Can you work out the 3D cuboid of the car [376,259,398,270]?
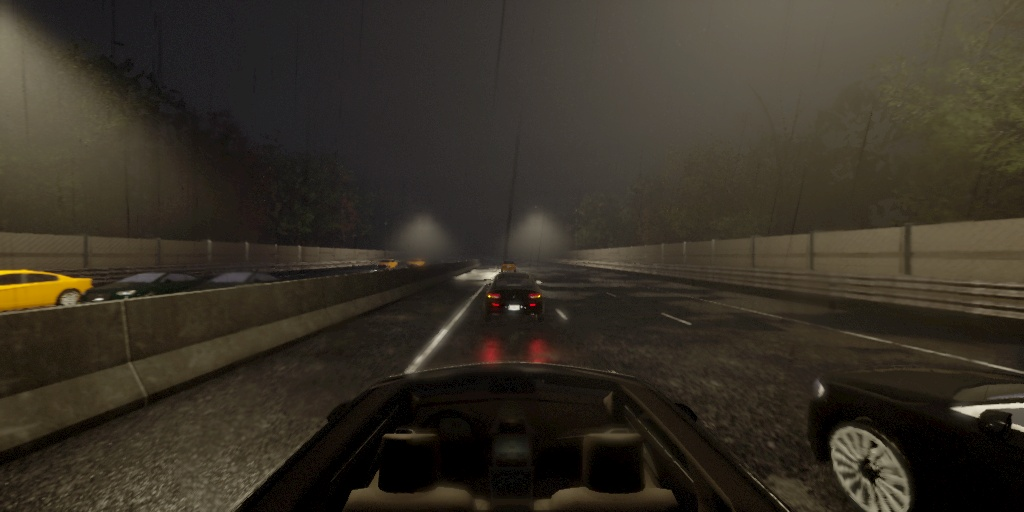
[{"bbox_3d":[-18.328,1.240,52.750,1.882,1.535,5.008,0,0,-1],"label":"car"}]

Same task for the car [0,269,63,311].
[{"bbox_3d":[-17.642,1.233,12.146,1.882,1.535,5.008,0,0,0],"label":"car"}]

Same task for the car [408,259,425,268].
[{"bbox_3d":[-14.910,1.242,56.144,1.882,1.535,5.008,0,0,-1],"label":"car"}]

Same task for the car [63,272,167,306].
[{"bbox_3d":[-14.158,1.319,14.264,1.994,1.385,4.181,0,0,0],"label":"car"}]

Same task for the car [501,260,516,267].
[{"bbox_3d":[-0.439,1.222,44.582,1.801,1.575,5.366,0,0,-1],"label":"car"}]

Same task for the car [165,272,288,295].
[{"bbox_3d":[-10.657,1.319,14.198,1.994,1.385,4.181,0,0,0],"label":"car"}]

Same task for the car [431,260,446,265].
[{"bbox_3d":[-11.402,1.313,56.080,2.033,1.411,5.357,0,0,-1],"label":"car"}]

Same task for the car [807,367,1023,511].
[{"bbox_3d":[3.593,1.241,1.246,2.128,1.511,4.902,0,0,0],"label":"car"}]

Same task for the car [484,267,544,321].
[{"bbox_3d":[0.056,1.279,12.348,1.812,1.442,4.674,0,0,0],"label":"car"}]

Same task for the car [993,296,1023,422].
[{"bbox_3d":[7.092,1.254,2.158,1.837,1.490,4.892,0,0,0],"label":"car"}]
